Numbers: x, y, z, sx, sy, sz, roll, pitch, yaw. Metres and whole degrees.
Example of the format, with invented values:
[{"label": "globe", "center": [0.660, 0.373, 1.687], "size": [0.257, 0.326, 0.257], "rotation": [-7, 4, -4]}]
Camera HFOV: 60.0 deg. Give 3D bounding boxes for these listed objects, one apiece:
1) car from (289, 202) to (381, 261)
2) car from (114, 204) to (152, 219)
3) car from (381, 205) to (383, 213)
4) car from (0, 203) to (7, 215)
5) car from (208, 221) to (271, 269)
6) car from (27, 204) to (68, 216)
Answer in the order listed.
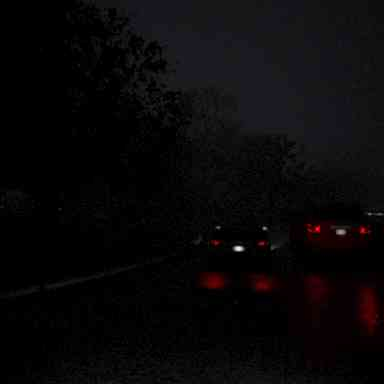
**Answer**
[{"label": "car", "center": [5.241, 1.403, 13.271], "size": [2.150, 2.045, 5.566], "rotation": [0, -1, 10]}, {"label": "car", "center": [-6.232, 2.039, 35.165], "size": [4.674, 1.442, 1.812], "rotation": [-1, -1, 37]}, {"label": "car", "center": [31.951, 2.913, 57.466], "size": [1.812, 1.442, 4.674], "rotation": [-1, -1, 43]}, {"label": "car", "center": [-24.950, 1.899, 39.979], "size": [4.553, 1.767, 2.097], "rotation": [0, -1, -20]}, {"label": "car", "center": [1.742, 1.711, 11.906], "size": [1.994, 1.385, 4.181], "rotation": [0, -1, 10]}, {"label": "car", "center": [-16.749, 2.070, 38.532], "size": [4.674, 1.442, 1.812], "rotation": [0, -1, 11]}]
